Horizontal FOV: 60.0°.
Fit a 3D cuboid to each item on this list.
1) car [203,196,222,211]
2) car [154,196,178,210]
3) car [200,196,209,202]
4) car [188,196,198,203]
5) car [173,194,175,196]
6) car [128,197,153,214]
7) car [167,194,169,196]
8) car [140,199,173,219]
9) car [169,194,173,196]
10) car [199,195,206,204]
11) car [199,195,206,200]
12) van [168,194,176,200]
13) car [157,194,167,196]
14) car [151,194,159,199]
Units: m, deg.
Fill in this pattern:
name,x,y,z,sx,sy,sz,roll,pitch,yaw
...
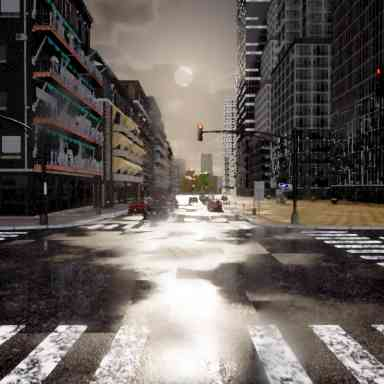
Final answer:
name,x,y,z,sx,sy,sz,roll,pitch,yaw
car,2.737,1.541,40.988,1.887,1.381,4.507,-1,0,0
car,-3.008,1.501,38.983,1.837,1.490,4.892,0,0,0
car,2.814,1.548,74.882,1.887,1.381,4.507,-1,0,0
car,0.257,1.566,69.770,1.994,1.385,4.181,0,0,0
car,-5.512,1.322,86.141,2.192,1.841,5.009,-1,0,0
car,-5.622,1.540,35.301,1.887,1.381,4.507,-1,0,0
car,-5.573,1.439,57.896,1.967,1.590,4.097,-1,0,0
car,-3.035,1.560,29.073,1.994,1.385,4.181,0,0,0
car,-5.546,1.584,69.195,1.802,1.307,4.206,-1,0,0
car,2.789,1.551,63.584,2.008,1.369,4.403,-1,0,0
car,2.852,1.535,91.999,1.752,1.417,4.829,-1,0,0
van,-5.498,1.351,91.789,1.690,1.788,3.998,-1,0,0
car,-5.588,1.312,52.248,2.192,1.841,5.009,-1,0,0
car,-5.611,1.436,40.949,1.967,1.590,4.097,-1,0,0
